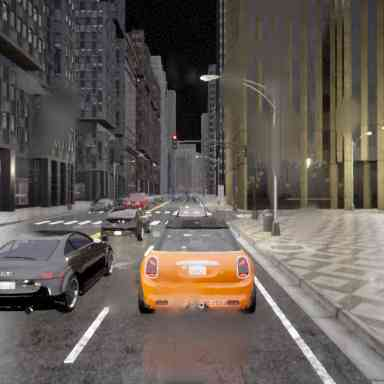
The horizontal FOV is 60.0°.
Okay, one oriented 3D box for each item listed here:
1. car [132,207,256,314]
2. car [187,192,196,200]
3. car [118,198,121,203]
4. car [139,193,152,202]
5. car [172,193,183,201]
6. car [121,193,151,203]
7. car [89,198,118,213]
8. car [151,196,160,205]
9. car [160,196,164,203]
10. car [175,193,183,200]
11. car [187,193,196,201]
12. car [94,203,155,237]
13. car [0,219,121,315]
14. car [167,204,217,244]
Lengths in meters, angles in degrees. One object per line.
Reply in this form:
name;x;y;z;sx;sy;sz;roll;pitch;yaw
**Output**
car;0.095;1.350;7.771;2.097;1.767;4.553;0;0;0
car;-0.097;0.981;84.295;2.097;1.767;4.553;0;0;0
car;-9.910;1.483;48.040;1.994;1.385;4.181;0;0;-1
car;-9.832;1.198;69.984;2.097;1.767;4.553;0;0;0
car;-3.336;1.175;74.286;2.097;1.767;4.553;0;0;0
car;-6.649;1.164;40.092;2.150;2.045;5.566;0;0;0
car;-9.891;1.458;36.726;1.837;1.490;4.892;0;0;0
car;-6.651;1.429;52.752;1.812;1.442;4.674;0;0;0
car;-6.612;1.407;65.129;2.033;1.411;5.357;0;0;1
car;-3.347;1.126;84.322;1.837;1.490;4.892;0;0;0
car;-0.086;1.344;74.321;1.812;1.442;4.674;0;0;0
car;-3.167;1.494;16.570;1.837;1.490;4.892;0;0;0
car;-3.164;1.562;7.674;1.994;1.385;4.181;0;0;0
car;0.013;1.480;16.777;2.128;1.511;4.902;0;0;1
